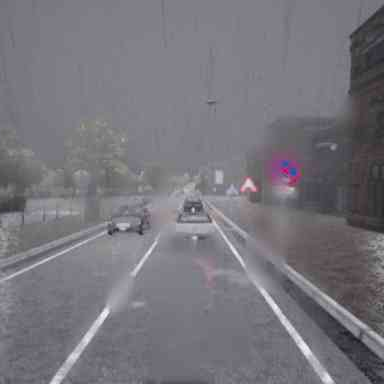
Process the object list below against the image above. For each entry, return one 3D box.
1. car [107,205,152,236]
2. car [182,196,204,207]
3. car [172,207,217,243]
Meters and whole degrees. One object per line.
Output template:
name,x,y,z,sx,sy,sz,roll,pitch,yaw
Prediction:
car,-3.342,1.504,18.532,2.128,1.511,4.902,0,0,0
car,0.111,1.196,32.931,1.837,1.490,4.892,0,3,0
car,0.105,1.621,16.129,1.895,1.301,4.718,0,0,0
